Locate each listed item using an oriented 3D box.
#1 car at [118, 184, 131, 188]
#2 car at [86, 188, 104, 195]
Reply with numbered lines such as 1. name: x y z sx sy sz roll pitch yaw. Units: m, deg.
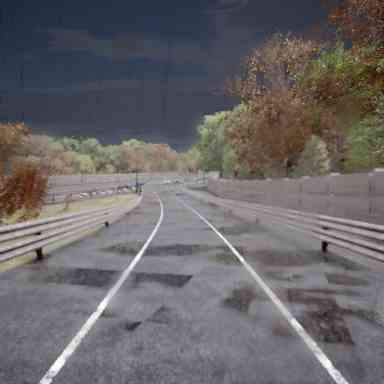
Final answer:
1. car: -18.334 -1.466 90.823 1.882 1.535 5.008 1 4 17
2. car: -20.729 -0.071 70.814 1.837 1.490 4.892 1 4 17
